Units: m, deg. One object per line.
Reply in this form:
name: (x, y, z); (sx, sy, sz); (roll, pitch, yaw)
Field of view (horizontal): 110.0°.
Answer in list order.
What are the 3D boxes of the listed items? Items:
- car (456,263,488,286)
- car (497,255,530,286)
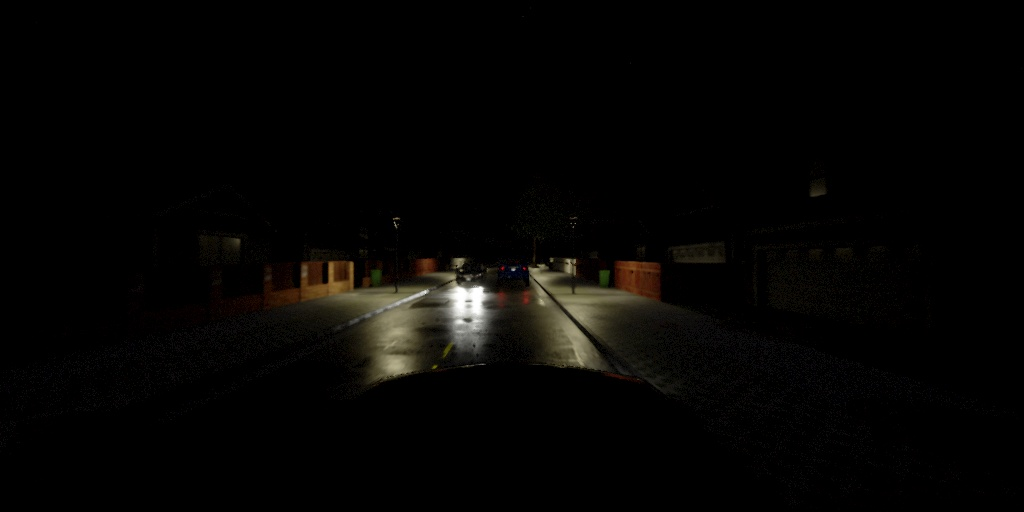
car: (-2.814, 1.252, 25.770); (2.128, 1.511, 4.902); (0, 0, 0)
car: (0.089, 0.979, 25.657); (2.150, 2.045, 5.566); (0, 0, 0)
